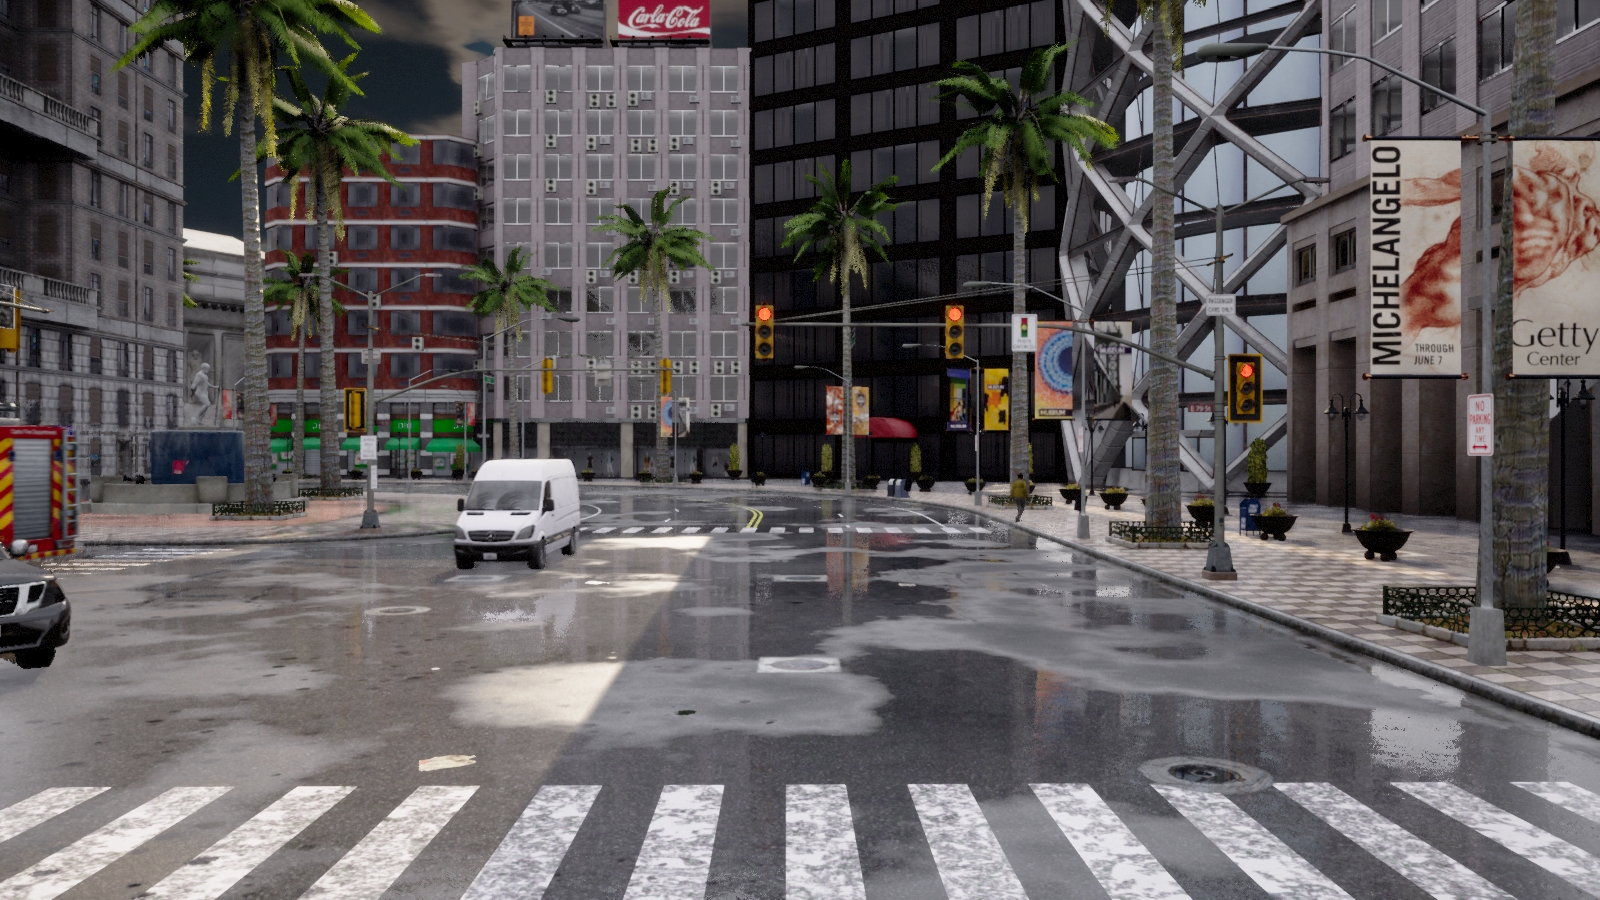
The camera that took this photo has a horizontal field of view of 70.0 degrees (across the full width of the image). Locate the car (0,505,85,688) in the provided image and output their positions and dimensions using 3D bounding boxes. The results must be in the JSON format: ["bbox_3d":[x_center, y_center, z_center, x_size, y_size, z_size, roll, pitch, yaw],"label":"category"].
[{"bbox_3d":[-11.815,1.772,14.905,5.566,2.045,2.150,0,0,34],"label":"car"}]

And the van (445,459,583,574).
[{"bbox_3d":[-7.021,1.524,28.756,1.988,2.561,5.915,0,0,0],"label":"van"}]

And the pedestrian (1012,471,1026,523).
[{"bbox_3d":[7.896,1.681,41.208,0.375,1.860,0.375,0,0,35],"label":"pedestrian"}]

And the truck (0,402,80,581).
[{"bbox_3d":[-21.280,0.881,25.706,8.468,3.827,2.891,0,0,3],"label":"truck"}]
